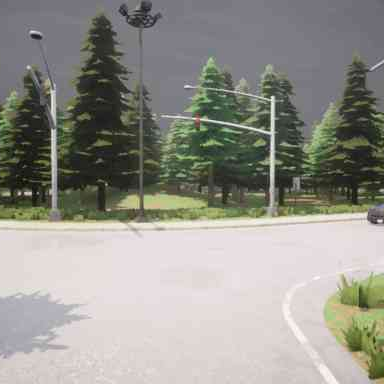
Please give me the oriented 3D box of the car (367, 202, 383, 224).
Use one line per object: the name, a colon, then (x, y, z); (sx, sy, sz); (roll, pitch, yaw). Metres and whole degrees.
car: (12.115, 0.952, 18.776); (4.553, 1.767, 2.097); (-1, 2, -25)
